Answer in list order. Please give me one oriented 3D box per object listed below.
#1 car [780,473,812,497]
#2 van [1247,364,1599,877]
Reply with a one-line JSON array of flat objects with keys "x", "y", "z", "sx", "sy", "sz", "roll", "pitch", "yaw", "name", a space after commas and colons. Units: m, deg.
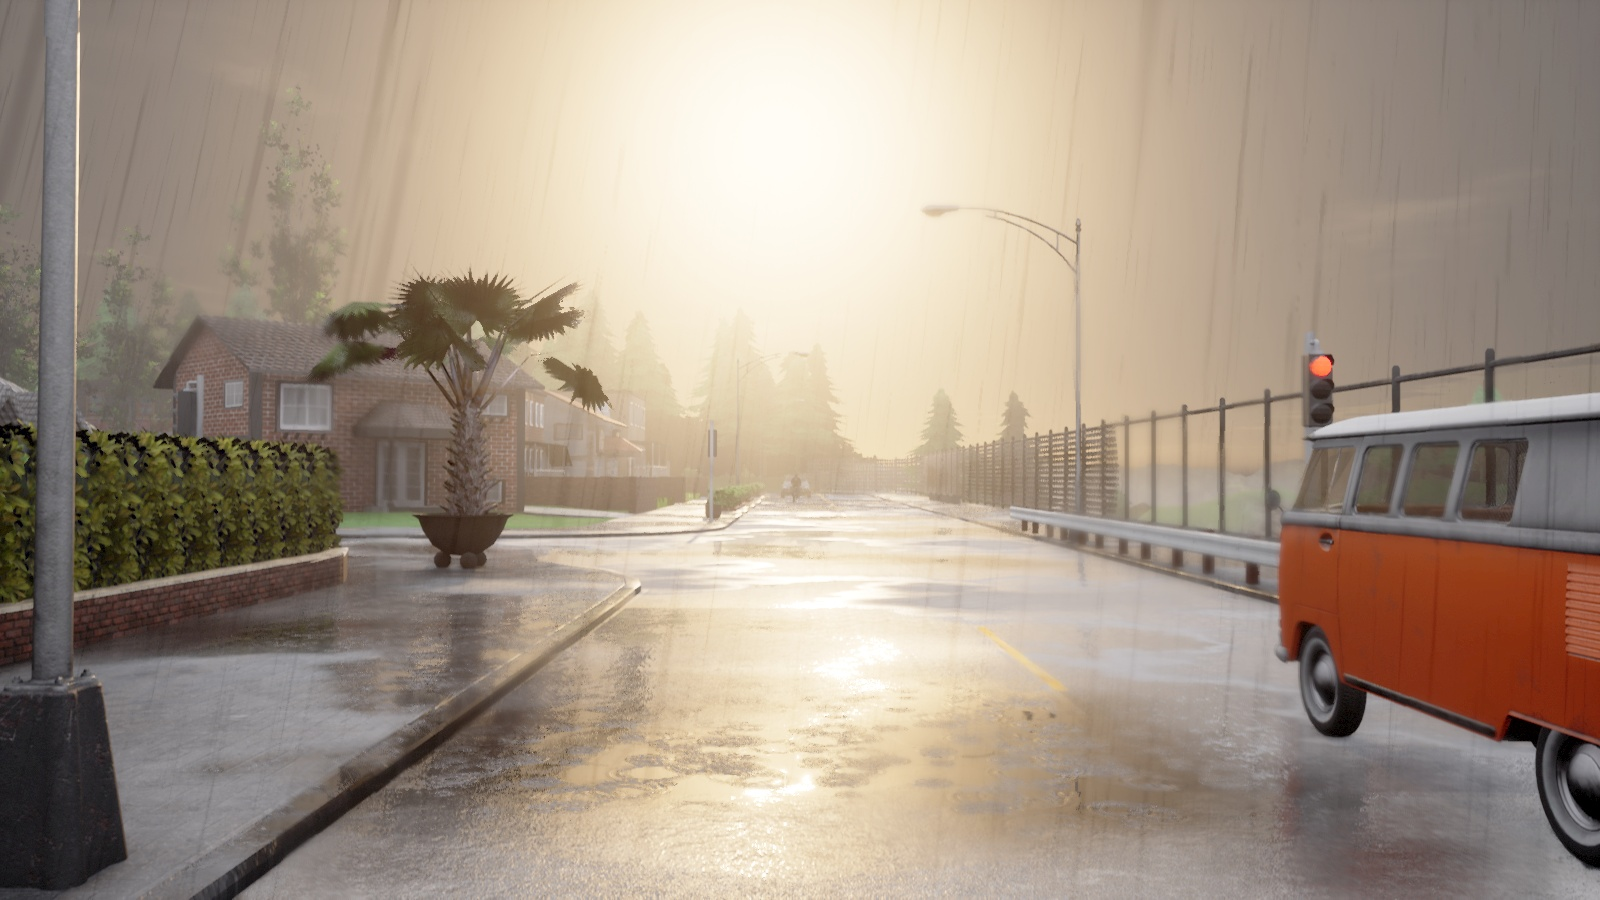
[{"x": -0.271, "y": 2.542, "z": 91.686, "sx": 2.242, "sy": 1.667, "sz": 4.611, "roll": 0, "pitch": -1, "yaw": 0, "name": "car"}, {"x": 3.981, "y": 0.689, "z": 6.436, "sx": 1.775, "sy": 1.987, "sz": 4.442, "roll": 0, "pitch": -1, "yaw": 0, "name": "van"}]
